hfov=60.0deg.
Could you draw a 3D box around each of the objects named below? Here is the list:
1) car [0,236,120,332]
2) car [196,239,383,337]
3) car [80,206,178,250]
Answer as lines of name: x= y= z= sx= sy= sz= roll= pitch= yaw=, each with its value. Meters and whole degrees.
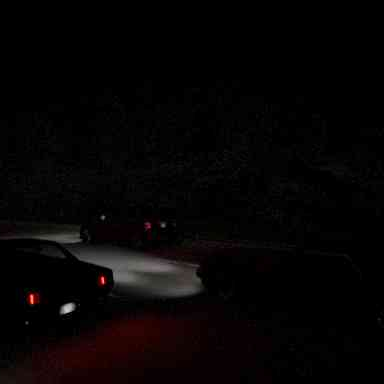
car: x=-3.839 y=1.620 z=6.730 sx=4.718 sy=1.301 sz=1.895 roll=0 pitch=0 yaw=35
car: x=2.432 y=1.606 z=6.555 sx=4.718 sy=1.301 sz=1.895 roll=0 pitch=0 yaw=35
car: x=-2.889 y=1.381 z=14.651 sx=4.553 sy=1.767 sz=2.097 roll=0 pitch=0 yaw=36
